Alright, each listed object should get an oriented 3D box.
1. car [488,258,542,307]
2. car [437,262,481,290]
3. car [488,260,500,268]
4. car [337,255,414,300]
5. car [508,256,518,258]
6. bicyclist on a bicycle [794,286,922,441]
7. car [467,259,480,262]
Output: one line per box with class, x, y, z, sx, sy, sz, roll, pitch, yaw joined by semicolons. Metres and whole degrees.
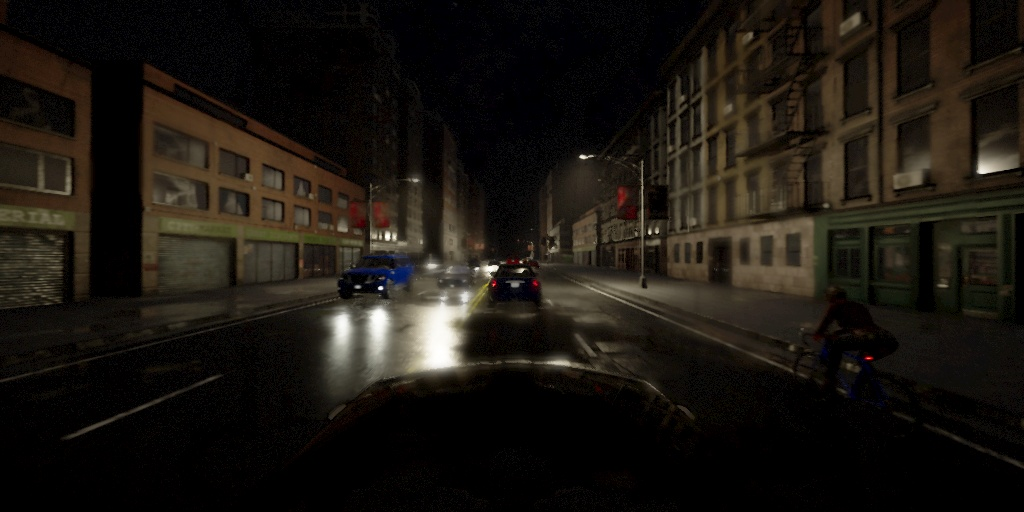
car;0.116;1.100;15.508;2.097;1.767;4.553;0;0;0
car;-3.323;1.290;22.581;2.033;1.411;5.357;0;0;0
car;-3.202;1.322;63.522;1.895;1.301;4.718;0;0;1
car;-6.582;0.962;18.072;2.150;2.045;5.566;0;0;0
car;0.167;0.949;57.996;2.150;2.045;5.566;0;0;0
bicyclist on a bicycle;4.145;1.207;4.449;0.582;1.620;1.656;0;0;0
car;-6.458;1.228;61.548;1.837;1.490;4.892;0;0;1
